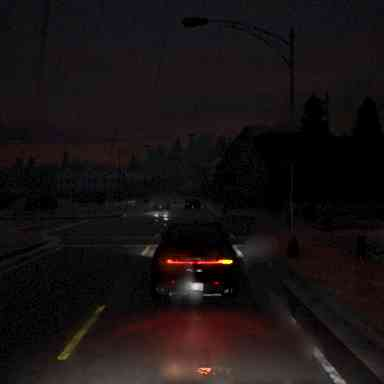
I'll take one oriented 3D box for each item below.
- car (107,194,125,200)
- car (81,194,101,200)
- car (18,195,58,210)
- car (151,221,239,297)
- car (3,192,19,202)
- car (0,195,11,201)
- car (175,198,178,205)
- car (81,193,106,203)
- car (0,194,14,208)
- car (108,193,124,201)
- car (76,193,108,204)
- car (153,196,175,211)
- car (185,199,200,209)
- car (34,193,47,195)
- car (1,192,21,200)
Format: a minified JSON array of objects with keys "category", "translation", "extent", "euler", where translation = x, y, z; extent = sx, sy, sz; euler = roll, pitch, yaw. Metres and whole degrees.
[{"category":"car","translation":[-18.048,1.192,78.965],"extent":[3.806,1.475,1.970],"euler":[0,0,0]},{"category":"car","translation":[-25.101,1.255,82.621],"extent":[4.514,1.523,2.007],"euler":[0,0,0]},{"category":"car","translation":[-17.414,1.362,38.264],"extent":[3.633,1.501,1.845],"euler":[0,0,0]},{"category":"car","translation":[0.069,1.499,8.540],"extent":[1.837,1.490,4.892],"euler":[0,0,0]},{"category":"car","translation":[-35.806,1.269,63.214],"extent":[4.514,1.523,2.007],"euler":[0,0,0]},{"category":"car","translation":[-43.585,1.323,75.626],"extent":[3.806,1.475,1.970],"euler":[0,0,0]},{"category":"car","translation":[-3.599,1.485,57.853],"extent":[1.812,1.442,4.674],"euler":[0,0,0]},{"category":"car","translation":[-17.708,1.050,59.753],"extent":[3.866,1.878,1.905],"euler":[0,0,0]},{"category":"car","translation":[-24.838,1.370,41.238],"extent":[3.806,1.475,1.970],"euler":[0,0,0]},{"category":"car","translation":[-17.719,1.118,72.547],"extent":[5.027,1.636,2.152],"euler":[0,0,0]},{"category":"car","translation":[-17.293,1.073,56.848],"extent":[4.605,1.855,1.932],"euler":[0,0,0]},{"category":"car","translation":[-3.624,1.463,40.403],"extent":[2.128,1.511,4.902],"euler":[0,0,0]},{"category":"car","translation":[0.067,1.569,44.486],"extent":[1.895,1.301,4.718],"euler":[0,0,0]},{"category":"car","translation":[-35.106,1.059,75.671],"extent":[4.605,1.855,1.932],"euler":[0,0,0]},{"category":"car","translation":[-42.977,1.036,78.951],"extent":[3.866,1.878,1.905],"euler":[0,0,0]}]
